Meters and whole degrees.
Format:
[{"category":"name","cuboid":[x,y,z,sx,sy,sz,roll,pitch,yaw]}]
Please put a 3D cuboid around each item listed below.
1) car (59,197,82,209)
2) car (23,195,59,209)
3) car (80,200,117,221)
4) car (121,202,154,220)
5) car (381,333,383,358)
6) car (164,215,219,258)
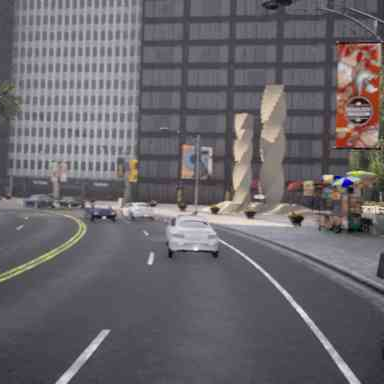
[{"category":"car","cuboid":[-15.459,1.367,42.307,4.892,1.490,1.837,2,-1,41]},{"category":"car","cuboid":[-18.675,1.084,40.409,4.553,1.767,2.097,2,-1,40]},{"category":"car","cuboid":[-7.436,1.594,26.635,1.895,1.301,4.718,2,-1,-25]},{"category":"car","cuboid":[-4.742,1.634,28.864,1.812,1.442,4.674,2,-1,-27]},{"category":"car","cuboid":[3.119,1.656,2.261,1.812,1.442,4.674,2,-1,7]},{"category":"car","cuboid":[-0.109,1.649,13.353,1.812,1.442,4.674,2,-1,-6]}]
